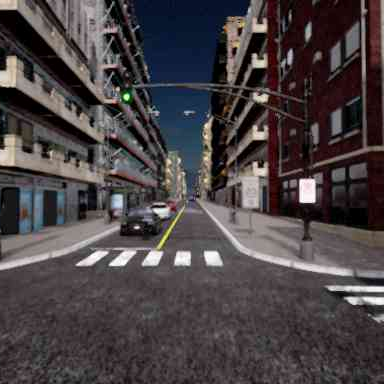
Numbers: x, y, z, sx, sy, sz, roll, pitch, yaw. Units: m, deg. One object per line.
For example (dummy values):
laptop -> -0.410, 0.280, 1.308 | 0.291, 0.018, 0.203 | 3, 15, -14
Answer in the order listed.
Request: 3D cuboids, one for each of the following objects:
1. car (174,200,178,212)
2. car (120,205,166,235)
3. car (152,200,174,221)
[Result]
car -> -2.843, 1.731, 42.139 | 1.882, 1.535, 5.008 | 0, -1, 0
car -> -2.849, 1.665, 19.216 | 1.994, 1.385, 4.181 | 0, 0, 0
car -> -2.853, 1.688, 29.084 | 1.812, 1.442, 4.674 | 0, 0, 0
